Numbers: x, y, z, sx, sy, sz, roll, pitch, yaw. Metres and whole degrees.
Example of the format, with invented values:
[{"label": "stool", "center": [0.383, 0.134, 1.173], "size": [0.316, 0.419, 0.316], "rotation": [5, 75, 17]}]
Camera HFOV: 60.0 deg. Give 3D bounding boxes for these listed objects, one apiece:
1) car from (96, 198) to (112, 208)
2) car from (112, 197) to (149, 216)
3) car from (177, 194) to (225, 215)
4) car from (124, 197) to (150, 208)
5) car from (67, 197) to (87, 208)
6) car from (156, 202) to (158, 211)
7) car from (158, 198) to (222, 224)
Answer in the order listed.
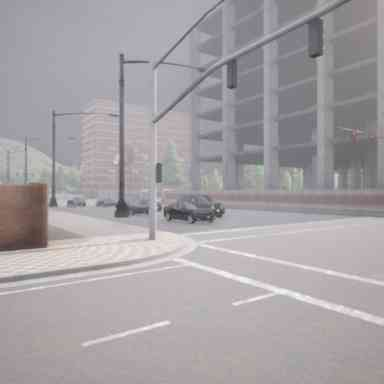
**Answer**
[{"label": "car", "center": [-12.327, 1.534, 48.249], "size": [2.033, 1.411, 5.357], "rotation": [0, 0, -35]}, {"label": "car", "center": [-5.816, 1.467, 32.819], "size": [1.882, 1.535, 5.008], "rotation": [0, 0, -35]}, {"label": "car", "center": [0.563, 1.209, 29.822], "size": [2.150, 2.045, 5.566], "rotation": [0, 0, -35]}, {"label": "car", "center": [-8.132, 1.489, 48.665], "size": [1.837, 1.490, 4.892], "rotation": [0, 0, -35]}, {"label": "car", "center": [-16.924, 1.496, 48.741], "size": [1.837, 1.490, 4.892], "rotation": [0, -1, -35]}, {"label": "car", "center": [-5.150, 1.491, 37.969], "size": [1.837, 1.490, 4.892], "rotation": [0, 0, -35]}, {"label": "car", "center": [-0.299, 1.467, 24.976], "size": [1.882, 1.535, 5.008], "rotation": [0, 0, -35]}]
